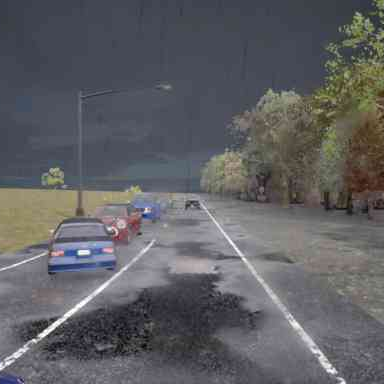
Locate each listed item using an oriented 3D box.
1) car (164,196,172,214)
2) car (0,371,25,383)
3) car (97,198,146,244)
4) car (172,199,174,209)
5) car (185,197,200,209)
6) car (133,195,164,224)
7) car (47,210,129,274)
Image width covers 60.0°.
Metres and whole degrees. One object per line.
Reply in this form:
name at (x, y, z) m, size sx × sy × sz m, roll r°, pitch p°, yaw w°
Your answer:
car at (-3.598, 1.351, 35.285) m, size 2.097 × 1.767 × 4.553 m, roll 0°, pitch 0°, yaw 0°
car at (-2.069, 1.525, 0.507) m, size 1.812 × 1.442 × 4.674 m, roll 0°, pitch 0°, yaw 6°
car at (-3.674, 1.353, 15.619) m, size 2.097 × 1.767 × 4.553 m, roll 0°, pitch 0°, yaw 1°
car at (-3.599, 1.347, 45.292) m, size 2.097 × 1.767 × 4.553 m, roll 0°, pitch 0°, yaw 0°
car at (0.053, 1.501, 44.278) m, size 1.837 × 1.490 × 4.892 m, roll 0°, pitch 0°, yaw 0°
car at (-3.607, 1.223, 25.281) m, size 2.150 × 2.045 × 5.566 m, roll 0°, pitch 0°, yaw -1°
car at (-3.518, 1.549, 10.645) m, size 2.033 × 1.411 × 5.357 m, roll 0°, pitch 0°, yaw -19°
